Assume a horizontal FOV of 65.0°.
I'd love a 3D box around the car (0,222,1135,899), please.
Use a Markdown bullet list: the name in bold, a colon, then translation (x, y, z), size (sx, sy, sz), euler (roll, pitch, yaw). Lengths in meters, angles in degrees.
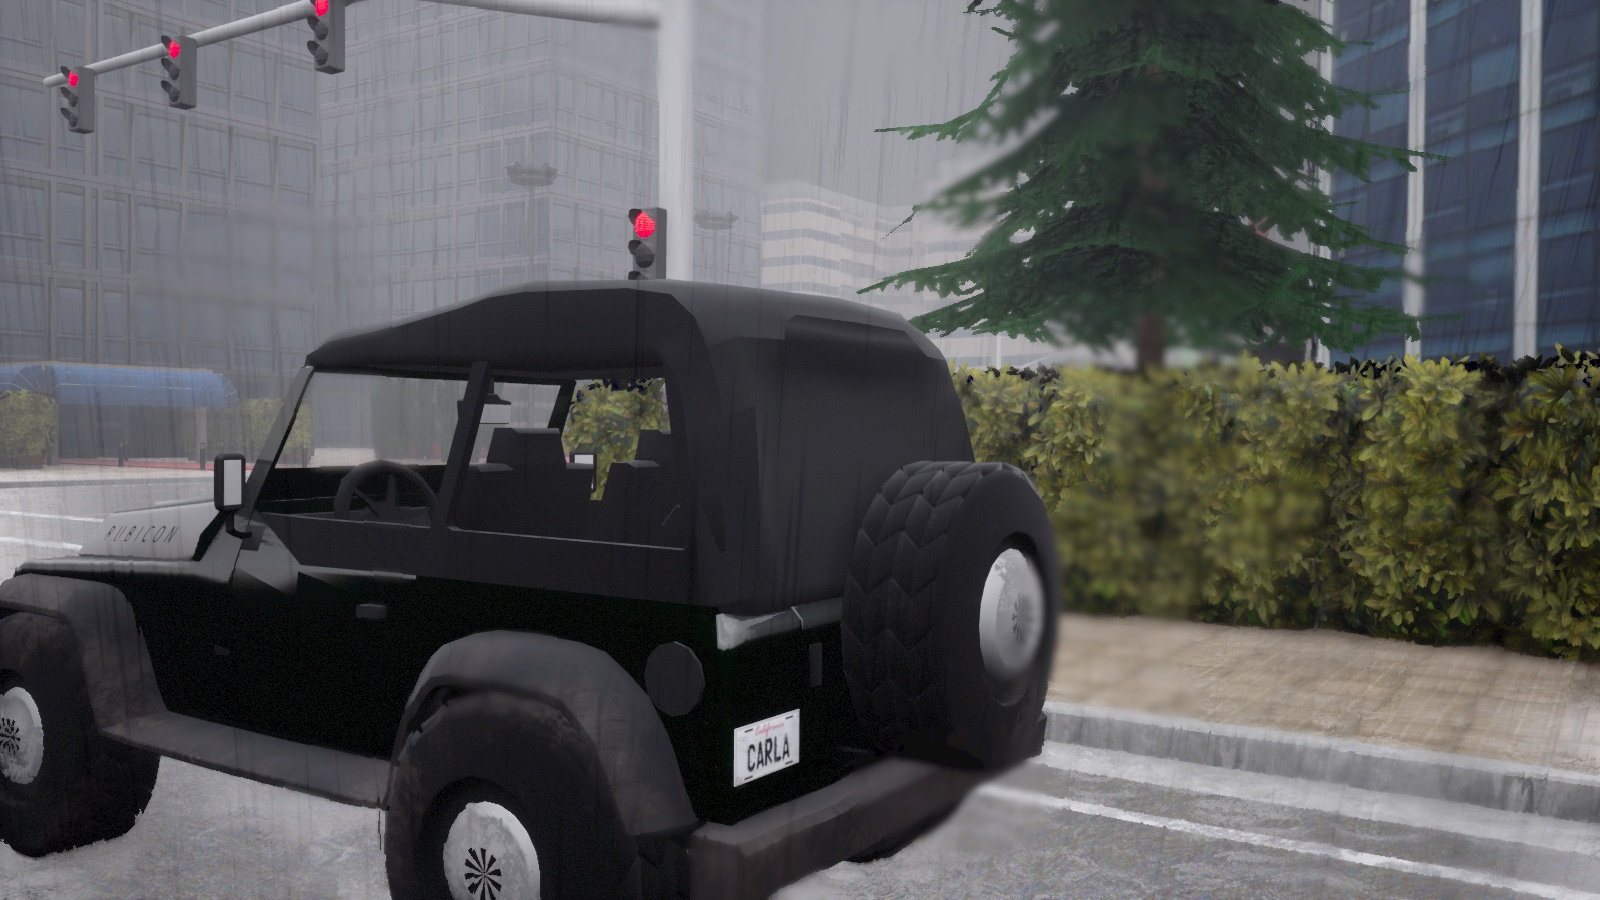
- **car**: translation (-1.061, 0.478, 4.325), size (3.866, 1.878, 1.905), euler (0, 1, 34)
